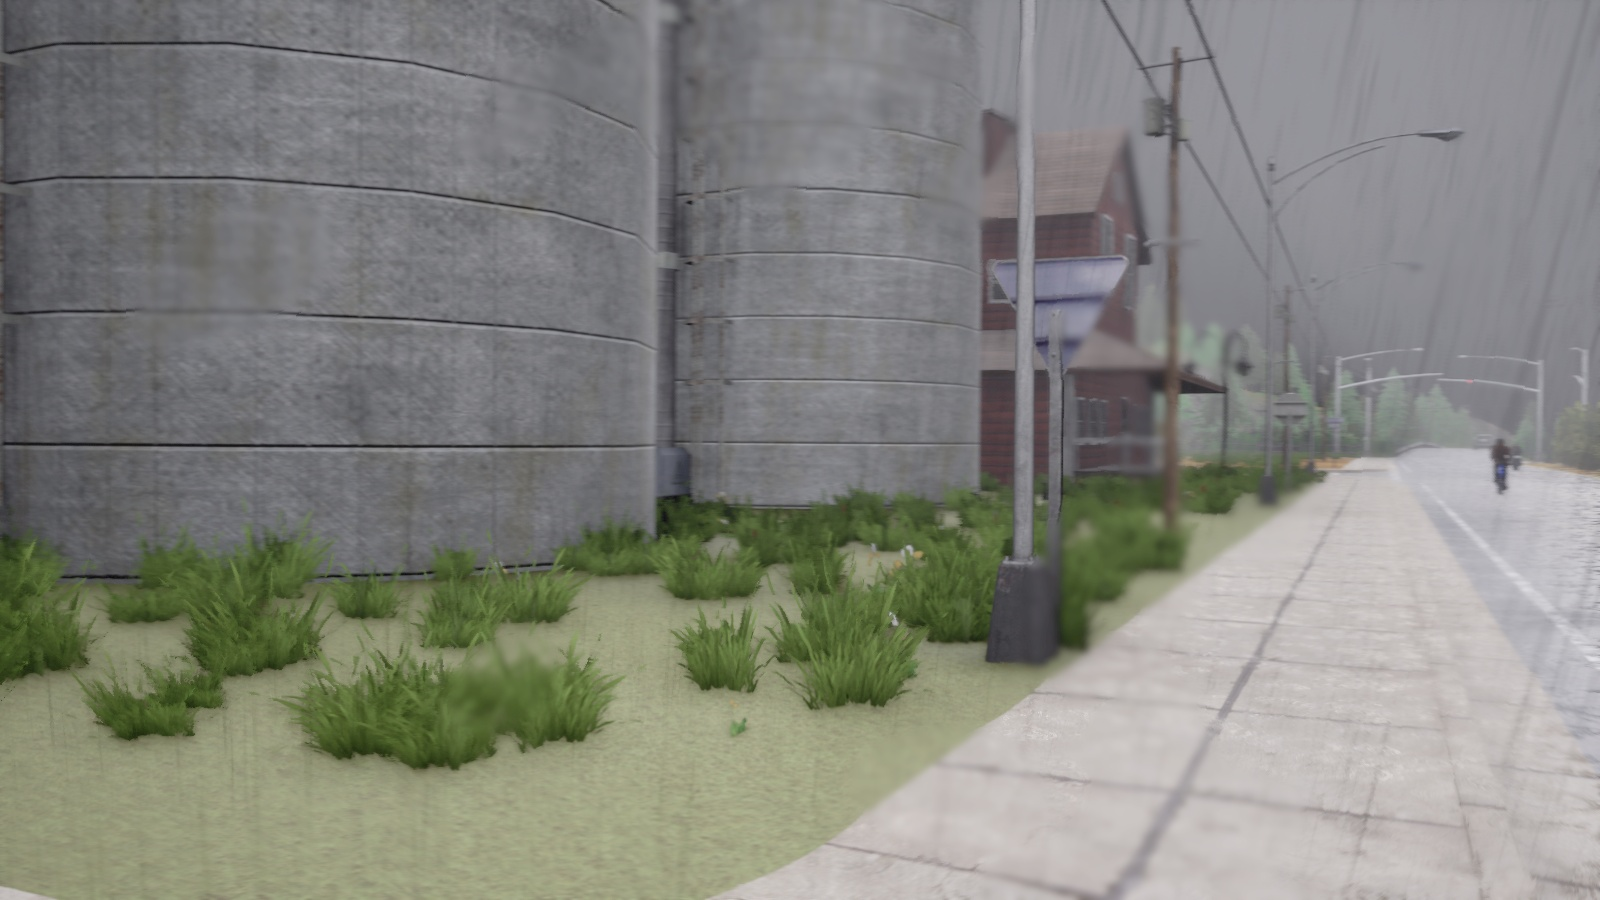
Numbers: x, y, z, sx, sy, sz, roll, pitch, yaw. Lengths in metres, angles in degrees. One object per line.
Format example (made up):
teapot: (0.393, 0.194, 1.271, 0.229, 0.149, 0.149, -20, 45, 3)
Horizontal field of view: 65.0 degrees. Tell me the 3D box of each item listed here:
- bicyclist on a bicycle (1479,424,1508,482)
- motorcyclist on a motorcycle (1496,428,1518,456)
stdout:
bicyclist on a bicycle: (20.116, 0.077, 36.438, 0.582, 1.620, 1.656, 0, 1, 24)
motorcyclist on a motorcycle: (38.467, -0.443, 68.312, 0.866, 1.530, 2.191, 0, 1, 24)
